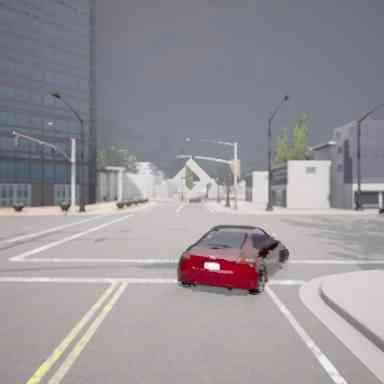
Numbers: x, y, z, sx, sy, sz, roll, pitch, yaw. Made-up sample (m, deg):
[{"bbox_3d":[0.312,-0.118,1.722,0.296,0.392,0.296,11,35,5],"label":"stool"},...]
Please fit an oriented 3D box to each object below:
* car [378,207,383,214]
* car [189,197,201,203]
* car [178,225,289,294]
[{"bbox_3d":[19.855,1.528,30.023,5.357,1.411,2.033,0,0,-1],"label":"car"},{"bbox_3d":[0.708,1.654,69.922,1.895,1.301,4.718,0,0,12],"label":"car"},{"bbox_3d":[1.264,1.576,9.022,1.994,1.385,4.181,0,0,24],"label":"car"}]
